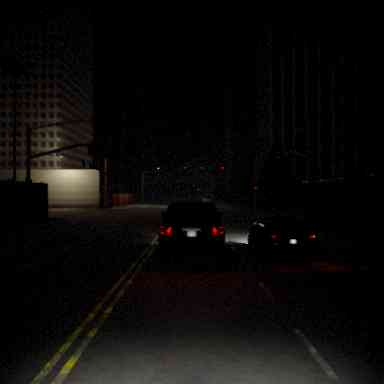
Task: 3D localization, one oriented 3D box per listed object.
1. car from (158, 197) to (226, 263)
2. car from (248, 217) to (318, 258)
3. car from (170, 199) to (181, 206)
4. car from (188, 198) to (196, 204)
[{"bbox_3d":[0.006,1.349,12.557,2.150,2.045,5.566,0,0,0],"label":"car"},{"bbox_3d":[3.514,1.698,13.482,1.994,1.385,4.181,0,0,1],"label":"car"},{"bbox_3d":[-3.512,2.229,70.215,2.033,1.411,5.357,0,-1,0],"label":"car"},{"bbox_3d":[-0.013,2.154,81.118,1.837,1.490,4.892,0,-1,0],"label":"car"}]
